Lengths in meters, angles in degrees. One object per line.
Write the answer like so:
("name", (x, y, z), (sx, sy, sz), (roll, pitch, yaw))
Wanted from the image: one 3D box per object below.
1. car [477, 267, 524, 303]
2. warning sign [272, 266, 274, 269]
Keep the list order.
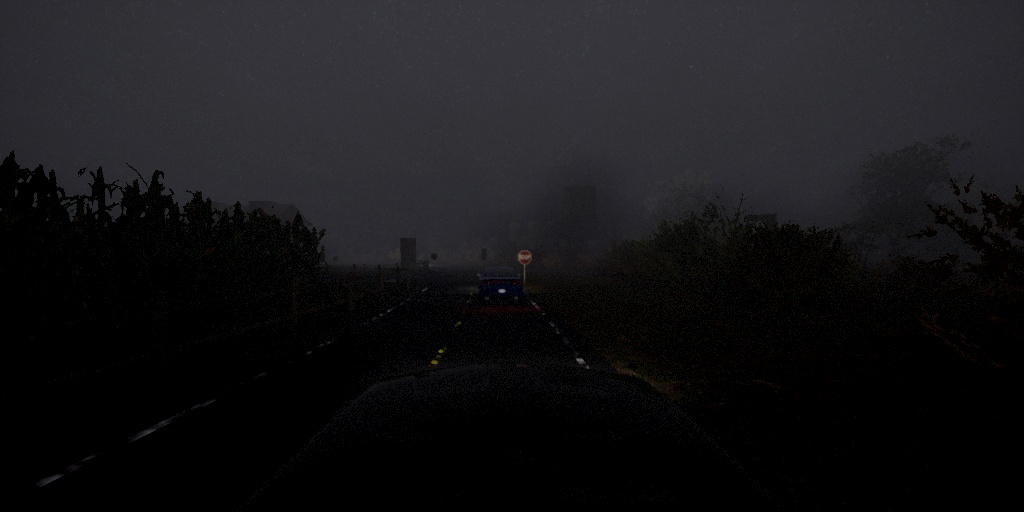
("car", (-0.589, 1.231, 16.606), (1.882, 1.535, 5.008), (0, 0, -4))
("warning sign", (-23.489, 0.864, 35.119), (1.060, 1.860, 1.300), (0, 0, -4))
